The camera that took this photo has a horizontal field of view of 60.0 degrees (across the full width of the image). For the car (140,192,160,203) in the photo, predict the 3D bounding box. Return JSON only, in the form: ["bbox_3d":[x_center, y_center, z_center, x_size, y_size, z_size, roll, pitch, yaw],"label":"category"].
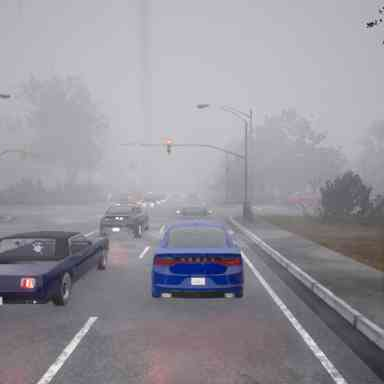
[{"bbox_3d":[-7.005,1.127,55.409,1.994,1.385,4.181,0,1,0],"label":"car"}]

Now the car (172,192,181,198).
[{"bbox_3d":[-3.854,0.741,85.559,2.033,1.411,5.357,0,1,-4],"label":"car"}]

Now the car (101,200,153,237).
[{"bbox_3d":[-3.373,1.402,17.194,1.837,1.490,4.892,0,0,0],"label":"car"}]

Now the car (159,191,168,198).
[{"bbox_3d":[-7.299,0.571,84.477,2.097,1.767,4.553,0,1,-3],"label":"car"}]

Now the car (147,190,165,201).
[{"bbox_3d":[-6.963,0.956,64.218,1.882,1.535,5.008,0,1,0],"label":"car"}]

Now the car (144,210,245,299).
[{"bbox_3d":[0.114,1.446,8.488,1.882,1.535,5.008,0,0,0],"label":"car"}]

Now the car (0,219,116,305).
[{"bbox_3d":[-3.387,1.573,7.942,1.895,1.301,4.718,0,0,0],"label":"car"}]

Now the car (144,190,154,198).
[{"bbox_3d":[-10.789,0.445,84.178,2.150,2.045,5.566,0,1,-3],"label":"car"}]

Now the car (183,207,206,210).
[{"bbox_3d":[0.127,1.459,17.470,1.994,1.385,4.181,0,0,0],"label":"car"}]

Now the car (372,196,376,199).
[{"bbox_3d":[24.098,1.232,43.311,4.181,1.385,1.994,0,1,-3],"label":"car"}]

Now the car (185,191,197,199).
[{"bbox_3d":[-0.016,0.693,76.009,2.097,1.767,4.553,0,1,-2],"label":"car"}]

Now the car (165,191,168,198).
[{"bbox_3d":[-6.982,0.957,74.243,1.895,1.301,4.718,0,1,-1],"label":"car"}]

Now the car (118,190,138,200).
[{"bbox_3d":[-10.534,0.930,53.800,2.097,1.767,4.553,0,0,1],"label":"car"}]

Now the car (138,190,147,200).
[{"bbox_3d":[-10.461,0.709,63.383,2.150,2.045,5.566,0,1,0],"label":"car"}]

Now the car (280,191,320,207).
[{"bbox_3d":[14.184,0.895,42.802,5.566,2.045,2.150,0,1,-6],"label":"car"}]
